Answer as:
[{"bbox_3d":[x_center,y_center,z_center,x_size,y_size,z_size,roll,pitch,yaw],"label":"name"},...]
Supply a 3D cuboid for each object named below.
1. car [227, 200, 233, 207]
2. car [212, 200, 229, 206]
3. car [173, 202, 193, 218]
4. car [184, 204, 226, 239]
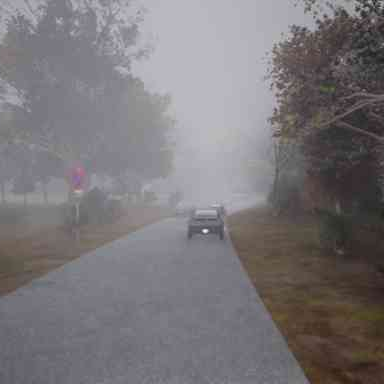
[{"bbox_3d":[7.727,2.507,72.981,1.837,1.490,4.892,1,0,16],"label":"car"},{"bbox_3d":[2.720,1.934,36.351,1.812,1.442,4.674,1,-1,8],"label":"car"},{"bbox_3d":[-0.672,1.805,33.151,1.837,1.490,4.892,1,-1,7],"label":"car"},{"bbox_3d":[0.806,1.625,18.248,1.837,1.490,4.892,0,-1,4],"label":"car"}]
